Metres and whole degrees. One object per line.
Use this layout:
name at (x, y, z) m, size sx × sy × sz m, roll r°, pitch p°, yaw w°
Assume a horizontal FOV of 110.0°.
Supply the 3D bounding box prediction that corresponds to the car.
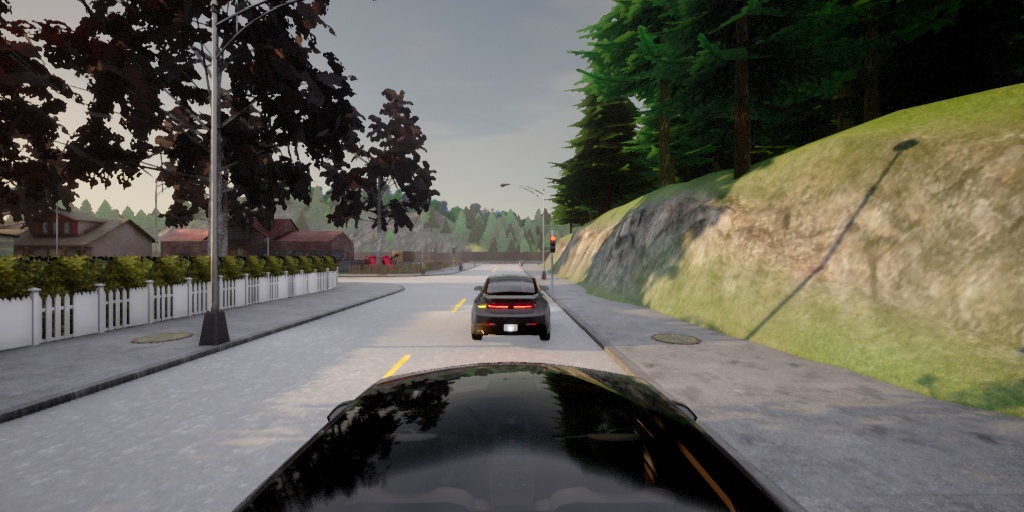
car at (-0.018, 1.258, 9.941) m, size 1.837 × 1.490 × 4.892 m, roll 0°, pitch 0°, yaw 0°
